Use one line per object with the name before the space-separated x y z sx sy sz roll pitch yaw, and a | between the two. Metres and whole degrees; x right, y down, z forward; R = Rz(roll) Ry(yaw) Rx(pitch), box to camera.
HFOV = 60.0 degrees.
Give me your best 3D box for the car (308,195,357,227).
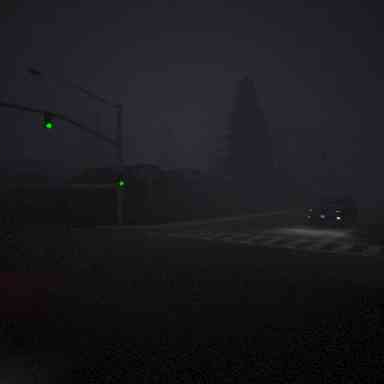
car | 10.028 1.219 23.452 2.150 2.045 5.566 0 0 38
